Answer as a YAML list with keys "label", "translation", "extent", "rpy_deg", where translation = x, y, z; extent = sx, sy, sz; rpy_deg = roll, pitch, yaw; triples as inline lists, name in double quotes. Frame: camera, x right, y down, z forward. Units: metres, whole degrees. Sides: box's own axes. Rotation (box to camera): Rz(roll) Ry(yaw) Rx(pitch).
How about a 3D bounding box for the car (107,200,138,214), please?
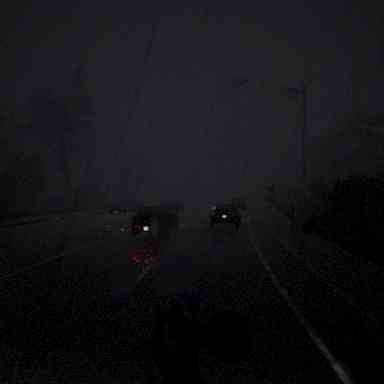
- label: "car"
  translation: [-6.711, 1.490, 33.866]
  extent: [2.033, 1.411, 5.357]
  rpy_deg: [0, 0, 11]

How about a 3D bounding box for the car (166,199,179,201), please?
- label: "car"
  translation: [-2.306, 1.517, 38.242]
  extent: [1.994, 1.385, 4.181]
  rpy_deg: [0, 0, 11]

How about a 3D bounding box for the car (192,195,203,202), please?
- label: "car"
  translation: [1.256, 1.353, 73.392]
  extent: [2.128, 1.511, 4.902]
  rpy_deg: [0, 0, 11]

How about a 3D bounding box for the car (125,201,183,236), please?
- label: "car"
  translation: [-1.904, 1.482, 18.326]
  extent: [1.837, 1.490, 4.892]
  rpy_deg: [0, 0, 7]

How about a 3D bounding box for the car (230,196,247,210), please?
- label: "car"
  translation: [5.744, 1.331, 41.823]
  extent: [2.097, 1.767, 4.553]
  rpy_deg: [0, 0, 11]

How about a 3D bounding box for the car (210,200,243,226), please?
- label: "car"
  translation: [2.397, 1.551, 23.496]
  extent: [1.994, 1.385, 4.181]
  rpy_deg: [0, 0, 9]
